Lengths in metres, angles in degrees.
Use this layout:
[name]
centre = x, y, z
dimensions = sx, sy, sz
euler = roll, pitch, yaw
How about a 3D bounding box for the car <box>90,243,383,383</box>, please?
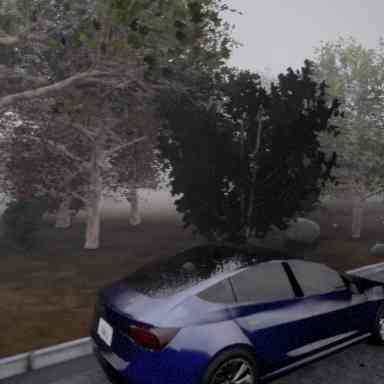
[car]
centre = 1.045, 1.513, 4.783
dimensions = 4.792, 1.488, 2.163
euler = 0, 1, -33
